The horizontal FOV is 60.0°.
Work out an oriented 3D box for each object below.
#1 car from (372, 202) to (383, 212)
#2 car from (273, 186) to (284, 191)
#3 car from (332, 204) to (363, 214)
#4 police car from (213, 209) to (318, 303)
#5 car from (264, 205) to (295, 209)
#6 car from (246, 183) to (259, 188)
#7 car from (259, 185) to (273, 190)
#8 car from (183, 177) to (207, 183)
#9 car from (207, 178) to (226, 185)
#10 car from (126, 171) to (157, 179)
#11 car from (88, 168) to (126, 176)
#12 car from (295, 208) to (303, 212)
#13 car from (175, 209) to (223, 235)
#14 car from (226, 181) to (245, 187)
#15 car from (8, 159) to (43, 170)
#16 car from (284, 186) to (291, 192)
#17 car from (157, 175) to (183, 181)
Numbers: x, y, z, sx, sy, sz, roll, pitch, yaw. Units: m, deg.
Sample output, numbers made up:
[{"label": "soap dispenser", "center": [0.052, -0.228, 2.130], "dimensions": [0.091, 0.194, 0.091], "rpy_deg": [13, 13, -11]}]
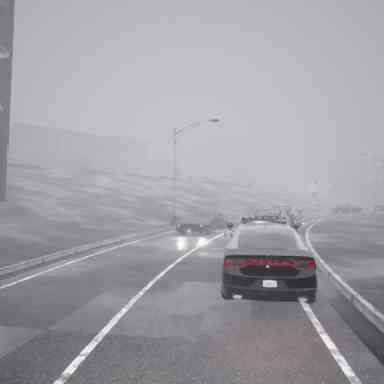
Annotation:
[{"label": "car", "center": [28.534, 2.274, 49.321], "dimensions": [4.674, 1.442, 1.812], "rpy_deg": [1, -4, -38]}, {"label": "car", "center": [19.307, -0.644, 79.791], "dimensions": [2.185, 1.767, 4.553], "rpy_deg": [-4, -6, 42]}, {"label": "car", "center": [19.679, 2.148, 42.052], "dimensions": [4.718, 1.301, 1.895], "rpy_deg": [1, -4, -40]}, {"label": "police car", "center": [1.835, 1.452, 8.506], "dimensions": [1.930, 1.638, 5.238], "rpy_deg": [-1, 0, 10]}, {"label": "car", "center": [4.220, 1.613, 17.634], "dimensions": [1.837, 1.490, 4.892], "rpy_deg": [-1, -1, 19]}, {"label": "car", "center": [11.764, -1.085, 71.717], "dimensions": [2.002, 1.452, 4.674], "rpy_deg": [-4, -6, 45]}, {"label": "car", "center": [15.508, -0.839, 75.631], "dimensions": [2.231, 1.521, 4.892], "rpy_deg": [-4, -6, 44]}, {"label": "car", "center": [-0.315, -1.965, 60.118], "dimensions": [5.008, 1.535, 2.097], "rpy_deg": [4, -5, -41]}, {"label": "car", "center": [3.747, -1.820, 63.861], "dimensions": [4.553, 1.767, 2.185], "rpy_deg": [4, -6, -42]}, {"label": "car", "center": [-8.713, -2.483, 52.884], "dimensions": [4.892, 1.521, 2.231], "rpy_deg": [3, -5, -39]}, {"label": "car", "center": [-12.995, -2.711, 49.409], "dimensions": [4.892, 1.521, 2.231], "rpy_deg": [3, -5, -39]}, {"label": "car", "center": [6.390, 1.680, 22.935], "dimensions": [1.837, 1.490, 4.892], "rpy_deg": [-2, -1, 25]}, {"label": "car", "center": [0.764, 1.777, 20.628], "dimensions": [2.033, 1.411, 5.357], "rpy_deg": [-2, -1, 21]}, {"label": "car", "center": [7.868, -1.378, 67.818], "dimensions": [4.792, 1.488, 2.163], "rpy_deg": [4, -6, -44]}, {"label": "car", "center": [-21.495, -3.264, 42.539], "dimensions": [4.553, 1.767, 2.185], "rpy_deg": [3, -5, -39]}, {"label": "car", "center": [23.013, -0.423, 83.999], "dimensions": [2.435, 2.045, 5.566], "rpy_deg": [-4, -6, 41]}, {"label": "car", "center": [-4.475, -2.190, 56.454], "dimensions": [4.674, 1.452, 2.002], "rpy_deg": [3, -5, -40]}]
